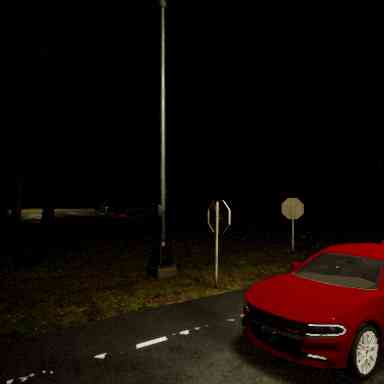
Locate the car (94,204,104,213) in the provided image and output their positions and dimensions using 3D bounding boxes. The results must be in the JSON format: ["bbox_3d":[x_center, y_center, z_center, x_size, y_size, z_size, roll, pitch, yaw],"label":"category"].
[{"bbox_3d":[-16.468,2.912,61.252,2.097,1.767,4.553,2,-2,-33],"label":"car"}]

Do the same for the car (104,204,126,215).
[{"bbox_3d":[-12.580,2.951,55.414,1.837,1.490,4.892,2,-2,-33],"label":"car"}]

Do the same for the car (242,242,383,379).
[{"bbox_3d":[3.115,1.740,6.091,5.008,1.535,1.882,1,-1,-35],"label":"car"}]
